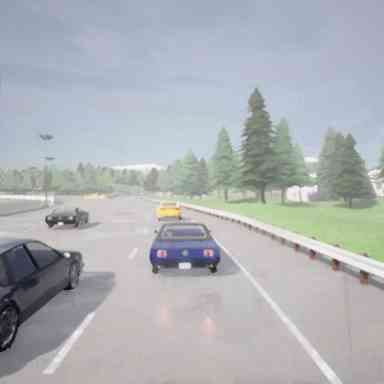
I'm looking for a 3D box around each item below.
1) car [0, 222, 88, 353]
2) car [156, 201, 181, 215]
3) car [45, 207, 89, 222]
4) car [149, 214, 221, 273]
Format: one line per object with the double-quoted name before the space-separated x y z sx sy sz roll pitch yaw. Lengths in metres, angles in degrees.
"car" -3.564 1.566 6.036 2.033 1.411 5.357 0 0 -2
"car" -2.039 1.531 28.565 1.882 1.535 5.008 0 0 -8
"car" -8.314 1.659 22.622 1.895 1.301 4.718 0 0 -6
"car" -0.287 1.620 10.797 1.895 1.301 4.718 0 0 -3
